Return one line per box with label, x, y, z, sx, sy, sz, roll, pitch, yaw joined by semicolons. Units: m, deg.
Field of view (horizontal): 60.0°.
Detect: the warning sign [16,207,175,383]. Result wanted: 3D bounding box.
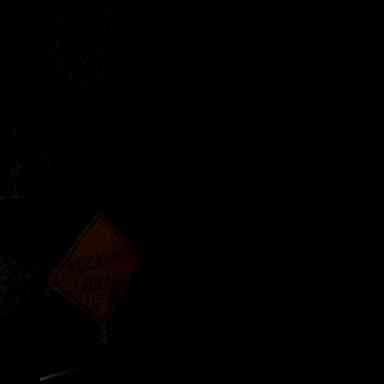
warning sign;-1.047;1.146;3.794;1.060;1.860;1.300;-2;0;36
